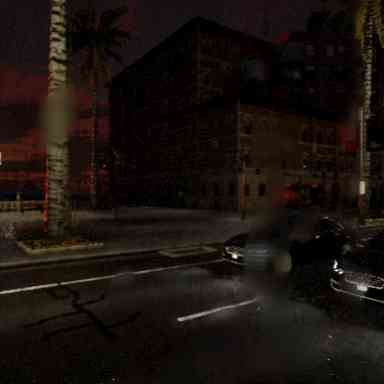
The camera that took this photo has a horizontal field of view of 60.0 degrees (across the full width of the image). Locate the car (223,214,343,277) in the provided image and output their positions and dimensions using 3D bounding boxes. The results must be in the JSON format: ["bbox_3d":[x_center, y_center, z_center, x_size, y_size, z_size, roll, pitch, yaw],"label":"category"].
[{"bbox_3d":[3.173,1.487,10.310,4.892,1.490,1.837,0,0,-34],"label":"car"}]

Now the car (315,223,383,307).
[{"bbox_3d":[5.109,1.496,7.395,4.892,1.490,1.837,0,0,-34],"label":"car"}]
